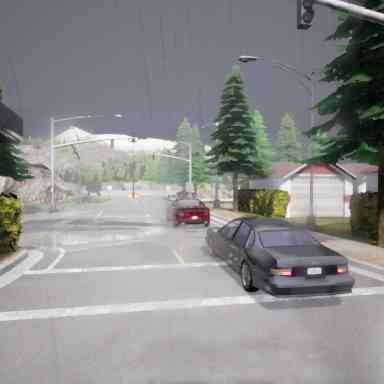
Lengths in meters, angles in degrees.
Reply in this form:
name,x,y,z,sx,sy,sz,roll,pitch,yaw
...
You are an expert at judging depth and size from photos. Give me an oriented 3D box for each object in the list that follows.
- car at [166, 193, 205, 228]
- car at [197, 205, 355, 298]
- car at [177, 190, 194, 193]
name,x,y,z,sx,sy,sz,roll,pitch,yaw
car,-0.327,1.059,18.982,1.882,1.535,5.008,-1,2,-11
car,1.775,1.366,8.601,2.033,1.411,5.357,0,3,-11
car,-0.967,0.386,70.291,4.902,1.511,2.128,0,1,-11
